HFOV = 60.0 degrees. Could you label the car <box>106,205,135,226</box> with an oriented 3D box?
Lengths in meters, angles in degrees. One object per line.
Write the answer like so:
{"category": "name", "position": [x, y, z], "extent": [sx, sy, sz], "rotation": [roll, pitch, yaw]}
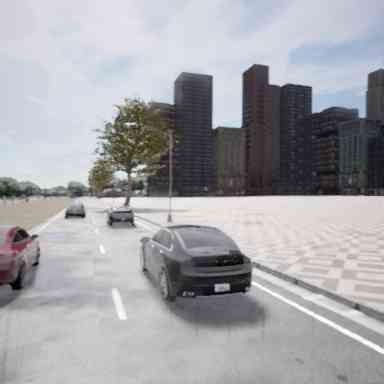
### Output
{"category": "car", "position": [-5.653, 1.789, 26.068], "extent": [2.128, 1.511, 4.902], "rotation": [1, -1, -18]}

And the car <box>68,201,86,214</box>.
{"category": "car", "position": [-15.053, 2.004, 43.777], "extent": [2.033, 1.411, 5.357], "rotation": [1, -1, -18]}

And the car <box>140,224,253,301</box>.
{"category": "car", "position": [-0.147, 1.613, 8.720], "extent": [1.837, 1.490, 4.892], "rotation": [1, -1, -18]}

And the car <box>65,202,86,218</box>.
{"category": "car", "position": [-11.963, 1.927, 34.269], "extent": [1.994, 1.385, 4.181], "rotation": [1, -1, -17]}

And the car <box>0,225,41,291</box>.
{"category": "car", "position": [-5.251, 1.596, 8.852], "extent": [1.812, 1.442, 4.674], "rotation": [1, -1, -18]}
